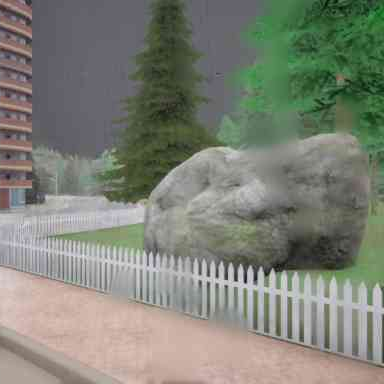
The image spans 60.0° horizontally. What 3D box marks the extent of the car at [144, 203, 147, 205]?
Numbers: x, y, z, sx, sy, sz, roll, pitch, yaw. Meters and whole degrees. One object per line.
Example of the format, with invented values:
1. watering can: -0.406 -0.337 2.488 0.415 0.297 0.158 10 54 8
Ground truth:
1. car: -7.543 1.422 56.720 1.882 1.535 5.008 0 0 -19
